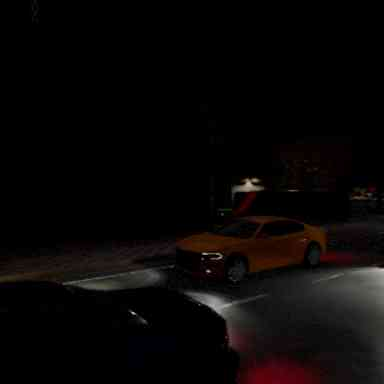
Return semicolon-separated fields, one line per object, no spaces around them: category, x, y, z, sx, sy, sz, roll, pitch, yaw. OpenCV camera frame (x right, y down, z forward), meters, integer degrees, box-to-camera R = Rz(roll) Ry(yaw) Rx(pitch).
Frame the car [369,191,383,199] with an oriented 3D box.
car;45.446;0.906;79.785;1.970;1.475;3.806;0;0;-36

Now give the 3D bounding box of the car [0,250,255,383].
car;-2.075;1.550;2.512;5.357;1.411;2.033;0;0;-36

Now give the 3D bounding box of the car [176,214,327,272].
car;1.839;1.436;9.598;5.008;1.535;1.882;0;0;-35
